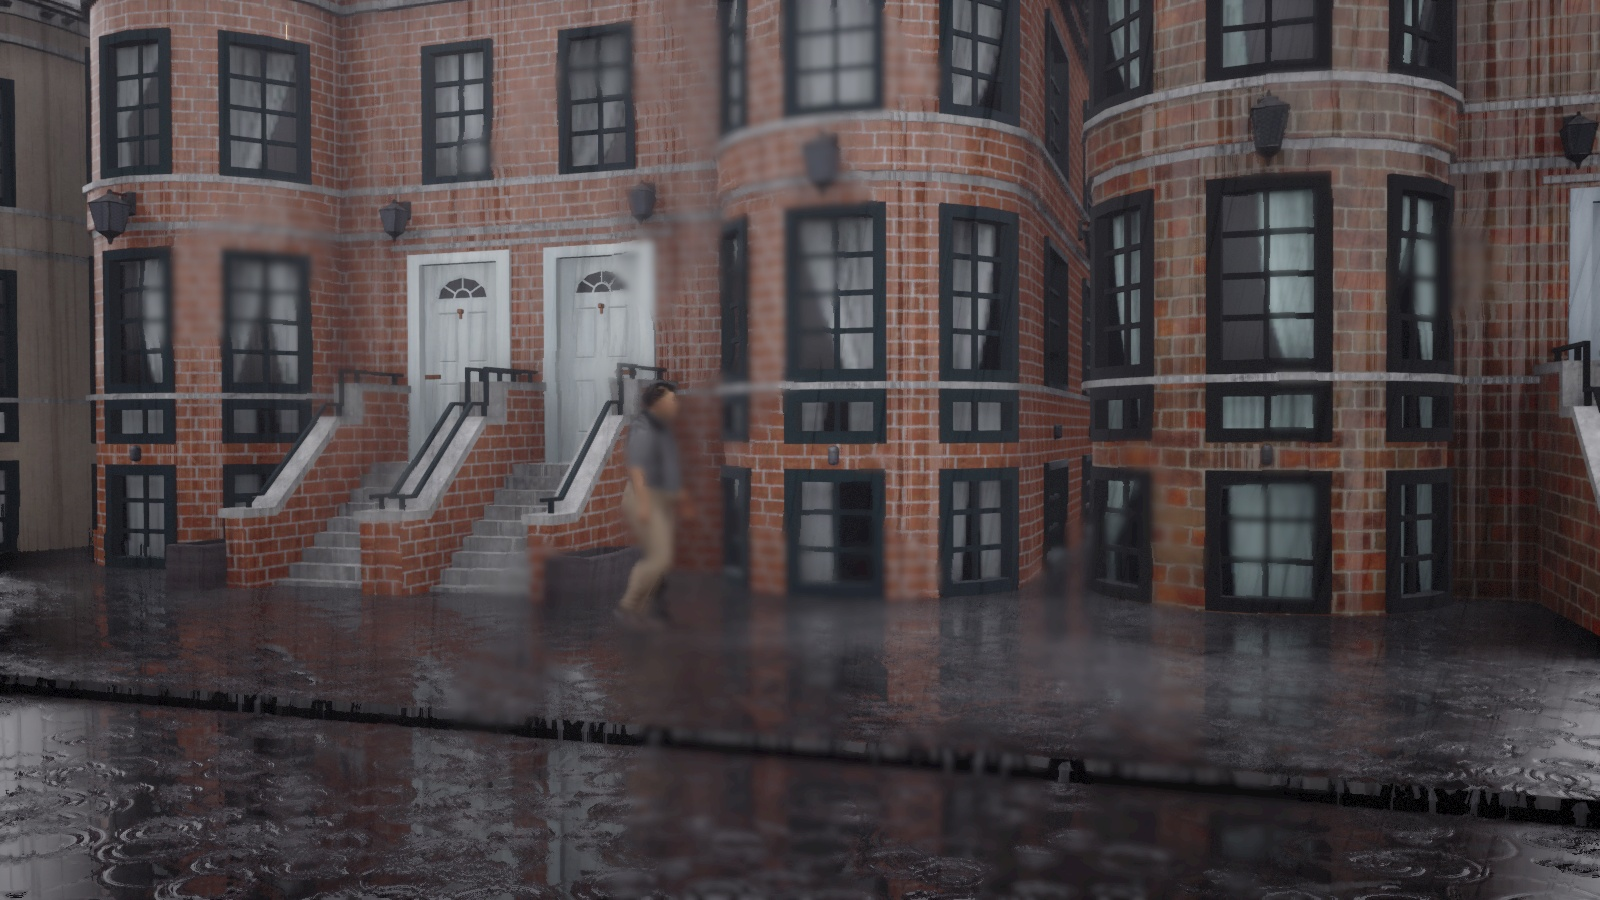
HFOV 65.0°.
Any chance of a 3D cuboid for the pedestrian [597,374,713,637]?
[{"bbox_3d":[-1.049,0.386,9.156,0.694,1.848,0.540,0,1,14],"label":"pedestrian"}]
